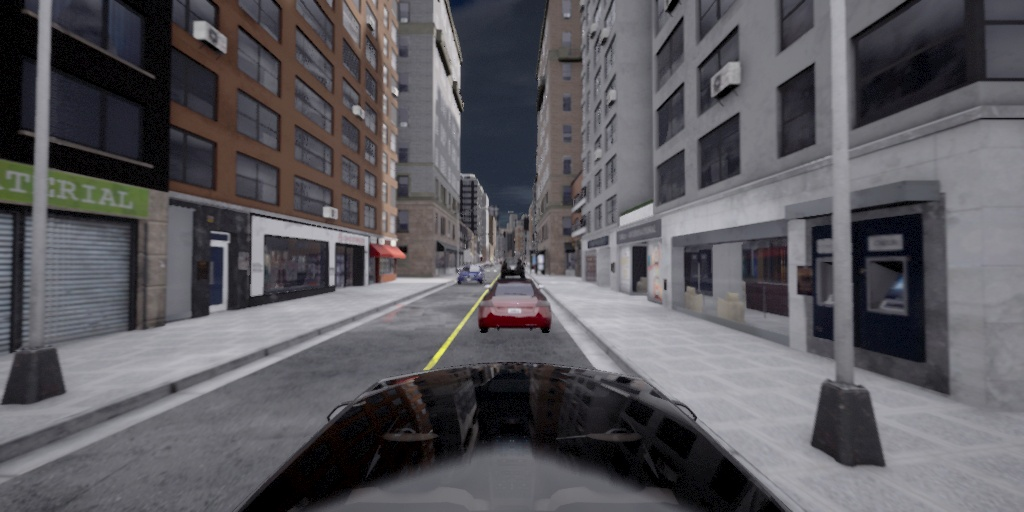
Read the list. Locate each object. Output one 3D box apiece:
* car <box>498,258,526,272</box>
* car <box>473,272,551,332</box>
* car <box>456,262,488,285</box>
[{"bbox_3d":[0.074,1.185,33.838,2.150,2.045,5.566,0,-1,0],"label":"car"},{"bbox_3d":[0.075,1.371,11.098,1.994,1.385,4.181,0,0,0],"label":"car"},{"bbox_3d":[-3.119,1.448,28.168,1.812,1.442,4.674,0,0,0],"label":"car"}]
